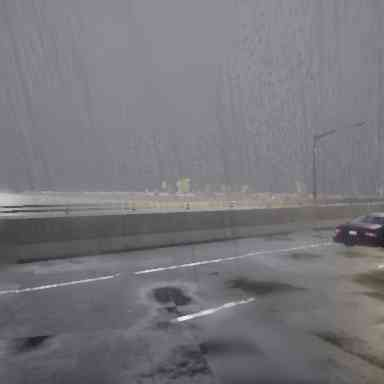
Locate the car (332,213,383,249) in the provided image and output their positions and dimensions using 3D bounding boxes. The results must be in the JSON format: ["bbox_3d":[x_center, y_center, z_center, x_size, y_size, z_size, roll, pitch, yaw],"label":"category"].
[{"bbox_3d":[8.045,1.571,13.829,5.357,1.411,2.033,0,0,-35],"label":"car"}]
